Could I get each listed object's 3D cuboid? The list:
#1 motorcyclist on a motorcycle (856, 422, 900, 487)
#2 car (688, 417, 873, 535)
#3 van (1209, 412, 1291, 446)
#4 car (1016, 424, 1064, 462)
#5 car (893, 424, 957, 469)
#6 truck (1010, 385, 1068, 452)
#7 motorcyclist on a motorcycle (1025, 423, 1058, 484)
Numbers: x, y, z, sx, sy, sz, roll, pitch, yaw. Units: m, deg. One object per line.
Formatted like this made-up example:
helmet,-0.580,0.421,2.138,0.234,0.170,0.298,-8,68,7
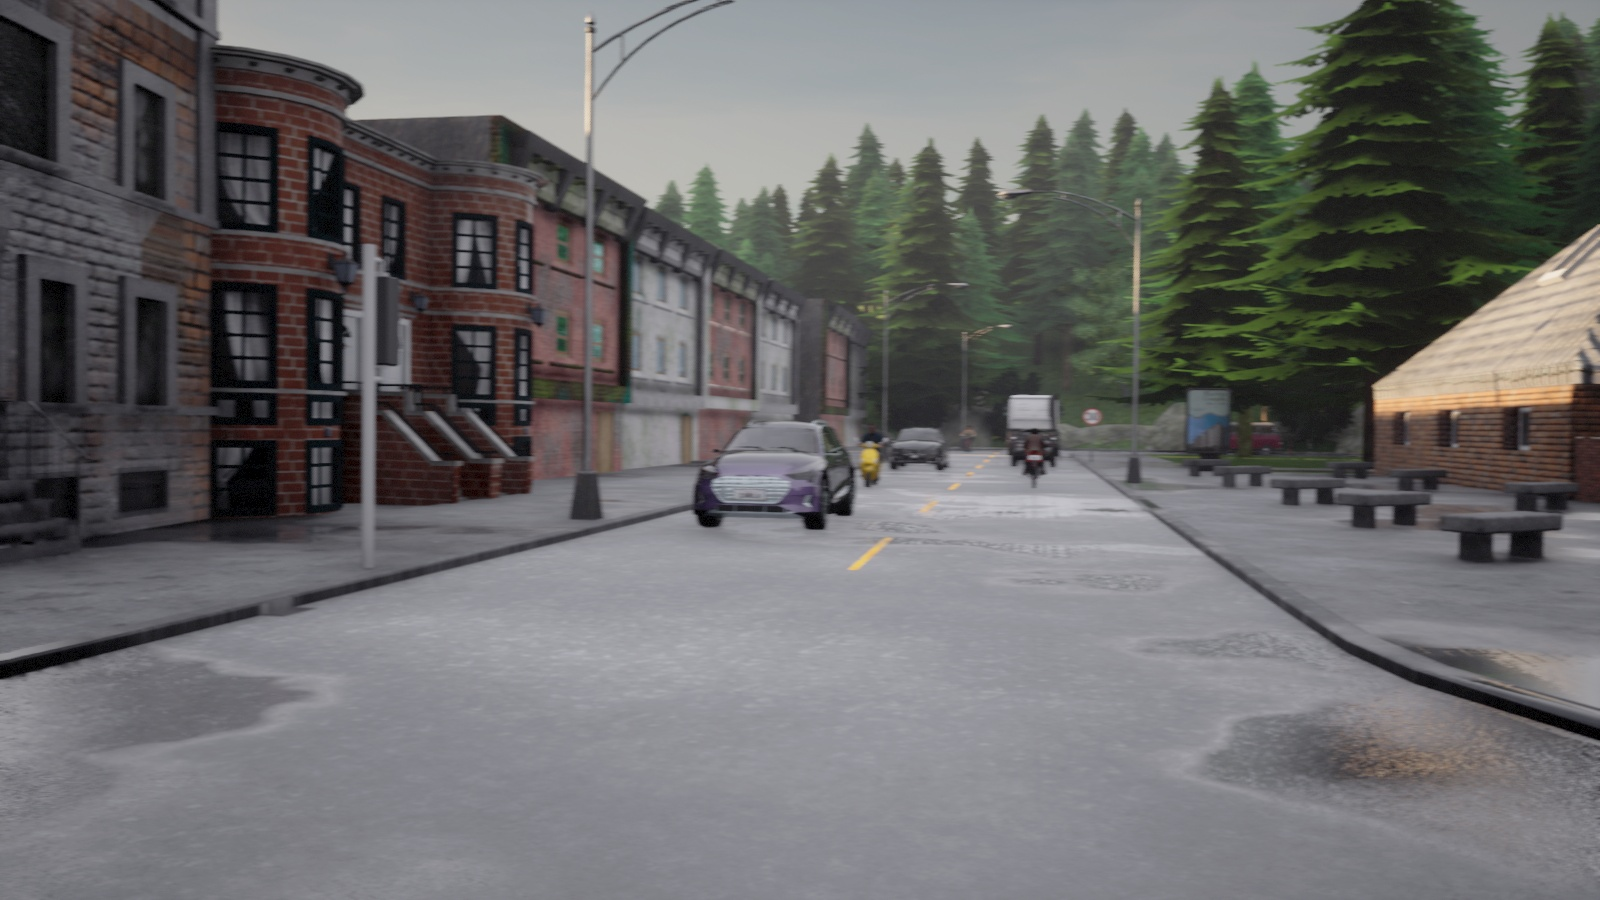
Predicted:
motorcyclist on a motorcycle,1.957,0.089,31.374,0.866,1.590,1.817,0,1,11
car,-0.150,0.315,20.109,2.033,1.649,4.856,0,1,10
van,27.162,-1.250,75.882,4.442,1.987,1.775,0,1,9
car,9.624,-0.310,50.436,1.816,1.474,4.193,0,1,11
car,4.556,-0.165,45.145,1.837,1.490,4.892,0,1,11
truck,13.138,-1.719,69.075,2.891,3.462,7.936,0,1,11
motorcyclist on a motorcycle,6.183,0.063,32.195,0.797,1.523,2.044,0,1,11
